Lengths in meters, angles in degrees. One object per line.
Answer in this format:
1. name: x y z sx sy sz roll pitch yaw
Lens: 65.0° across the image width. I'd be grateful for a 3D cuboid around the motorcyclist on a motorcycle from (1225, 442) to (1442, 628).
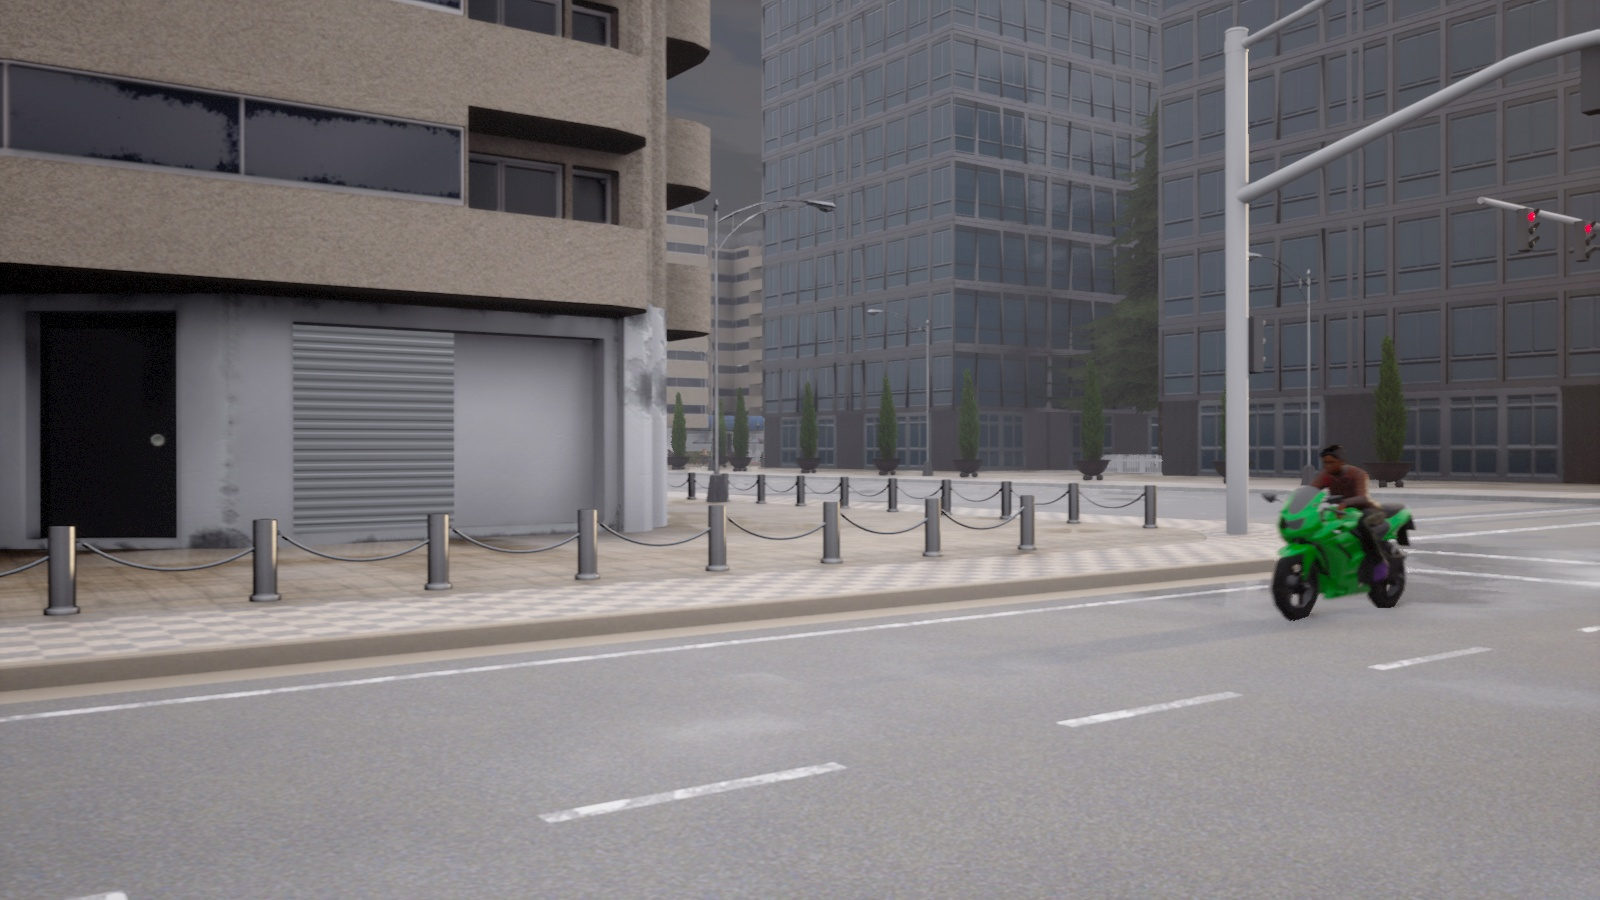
1. motorcyclist on a motorcycle: 4.770 0.694 11.182 2.044 1.523 0.797 0 0 -35
